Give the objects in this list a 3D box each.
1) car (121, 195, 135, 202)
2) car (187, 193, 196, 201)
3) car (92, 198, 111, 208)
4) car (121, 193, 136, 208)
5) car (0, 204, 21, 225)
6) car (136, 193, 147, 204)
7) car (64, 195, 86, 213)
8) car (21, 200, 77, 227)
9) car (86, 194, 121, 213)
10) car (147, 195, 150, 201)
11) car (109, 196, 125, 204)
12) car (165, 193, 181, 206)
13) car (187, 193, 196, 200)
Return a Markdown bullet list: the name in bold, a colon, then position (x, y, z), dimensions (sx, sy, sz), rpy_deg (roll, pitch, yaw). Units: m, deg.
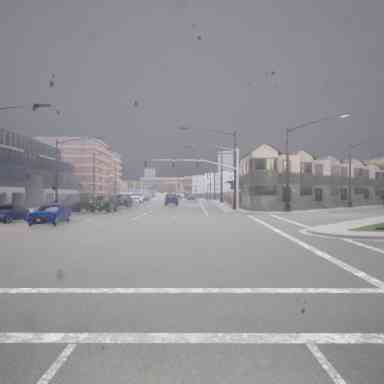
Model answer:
- **car**: position (-14.124, 1.364, 73.439), dimensions (2.033, 1.411, 5.357), rpy_deg (0, 0, 0)
- **car**: position (-0.131, 1.420, 77.859), dimensions (1.895, 1.301, 4.718), rpy_deg (0, -1, 0)
- **car**: position (-14.177, 1.652, 52.317), dimensions (1.812, 1.442, 4.674), rpy_deg (0, 1, 0)
- **car**: position (-10.677, 1.358, 51.342), dimensions (2.150, 2.045, 5.566), rpy_deg (0, 1, 0)
- **car**: position (-14.140, 1.679, 25.624), dimensions (1.812, 1.442, 4.674), rpy_deg (0, 0, 0)
- **car**: position (-10.654, 1.149, 63.641), dimensions (2.150, 2.045, 5.566), rpy_deg (0, 1, 0)
- **car**: position (-14.168, 1.435, 40.727), dimensions (2.150, 2.045, 5.566), rpy_deg (0, 1, 0)
- **car**: position (-10.284, 1.622, 24.347), dimensions (1.882, 1.535, 5.008), rpy_deg (0, -1, -4)
- **car**: position (-10.668, 1.441, 40.466), dimensions (2.150, 2.045, 5.566), rpy_deg (0, -1, 0)
- **car**: position (-10.625, 1.302, 74.278), dimensions (1.882, 1.535, 5.008), rpy_deg (0, 0, 0)
- **car**: position (-14.143, 1.500, 62.920), dimensions (1.994, 1.385, 4.181), rpy_deg (0, 1, 1)
- **car**: position (-3.498, 1.255, 58.076), dimensions (2.150, 2.045, 5.566), rpy_deg (0, 1, 0)
- **car**: position (-0.148, 1.139, 87.819), dimensions (2.097, 1.767, 4.553), rpy_deg (0, -2, 0)
